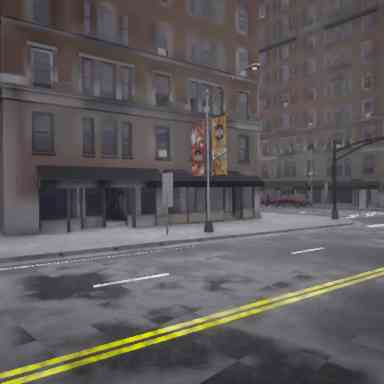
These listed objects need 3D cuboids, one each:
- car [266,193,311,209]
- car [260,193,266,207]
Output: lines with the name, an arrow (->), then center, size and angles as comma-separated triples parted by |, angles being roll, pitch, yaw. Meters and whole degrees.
car -> 12.365, 1.081, 41.723 | 2.192, 1.841, 5.009 | 0, 1, -44
car -> 8.534, 1.039, 45.680 | 2.192, 1.841, 5.009 | 0, 1, -44
